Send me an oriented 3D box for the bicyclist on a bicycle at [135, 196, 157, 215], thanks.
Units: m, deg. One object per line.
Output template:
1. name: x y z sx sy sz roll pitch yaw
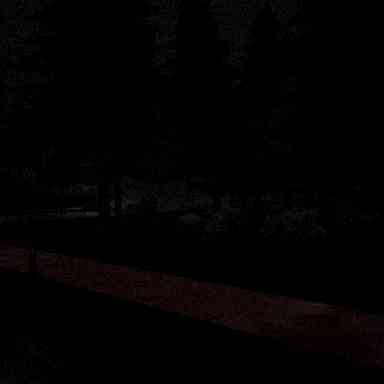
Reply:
1. bicyclist on a bicycle: -4.125 1.141 28.461 1.656 1.620 0.582 0 0 15

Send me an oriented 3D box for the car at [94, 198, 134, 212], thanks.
1. car: -8.351 1.362 35.899 1.812 1.442 4.674 0 0 36

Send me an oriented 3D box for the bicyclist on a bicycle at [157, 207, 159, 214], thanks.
1. bicyclist on a bicycle: -3.563 1.142 28.944 1.656 1.620 0.582 0 0 22
